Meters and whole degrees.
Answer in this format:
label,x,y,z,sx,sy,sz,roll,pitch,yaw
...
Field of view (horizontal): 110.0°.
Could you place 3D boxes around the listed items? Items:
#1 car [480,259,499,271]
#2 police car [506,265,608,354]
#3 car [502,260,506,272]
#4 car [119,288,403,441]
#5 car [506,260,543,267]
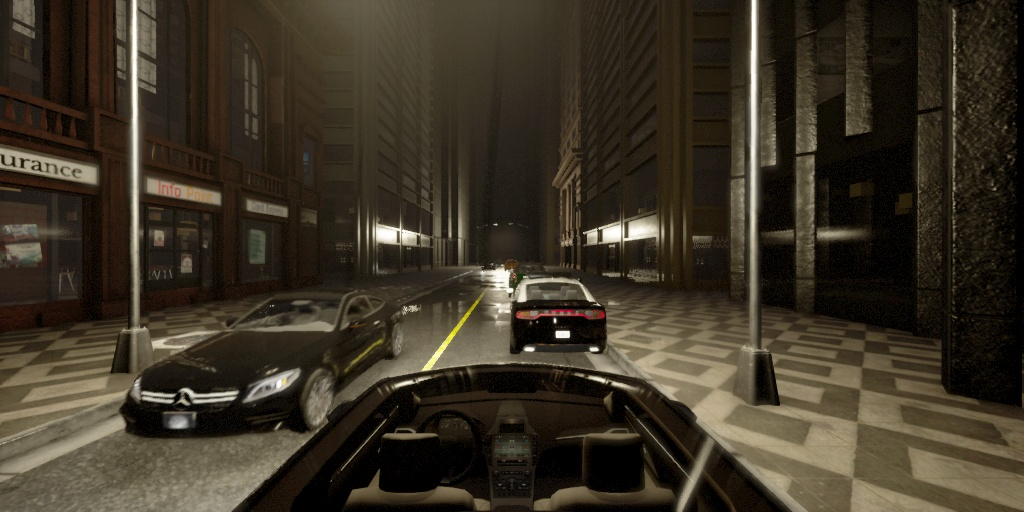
label,x,y,z,sx,sy,sz,roll,pitch,yaw
car,-3.174,1.309,48.878,1.837,1.490,4.892,0,0,0
police car,0.889,1.178,8.891,1.930,1.638,5.238,0,0,0
car,-0.035,1.281,48.219,1.882,1.535,5.008,0,0,0
car,-3.106,1.277,5.671,1.812,1.442,4.674,0,0,0
car,0.872,1.111,18.752,2.097,1.767,4.553,0,0,0
